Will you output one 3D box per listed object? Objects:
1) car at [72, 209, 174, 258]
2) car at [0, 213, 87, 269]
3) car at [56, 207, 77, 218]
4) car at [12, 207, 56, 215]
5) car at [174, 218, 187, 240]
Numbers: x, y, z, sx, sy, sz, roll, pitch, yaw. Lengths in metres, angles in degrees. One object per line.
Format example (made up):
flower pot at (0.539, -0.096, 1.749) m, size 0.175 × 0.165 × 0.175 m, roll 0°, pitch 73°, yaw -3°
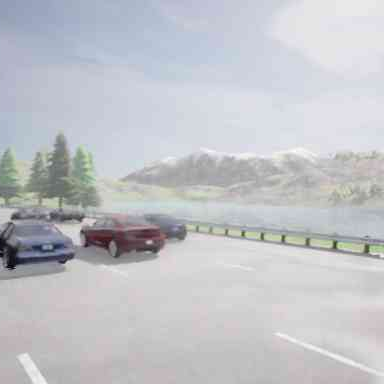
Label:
car at (-3.083, 1.695, 13.960) m, size 1.882 × 1.535 × 5.008 m, roll 1°, pitch -2°, yaw -39°
car at (-5.830, 1.694, 11.788) m, size 2.033 × 1.411 × 5.357 m, roll 1°, pitch -1°, yaw -39°
car at (-11.279, 1.998, 29.615) m, size 1.895 × 1.301 × 4.718 m, roll 1°, pitch -1°, yaw -39°
car at (-12.587, 1.859, 25.647) m, size 2.033 × 1.411 × 5.357 m, roll 1°, pitch -1°, yaw -39°
car at (-2.117, 1.868, 18.356) m, size 1.994 × 1.385 × 4.181 m, roll 2°, pitch -2°, yaw -39°
